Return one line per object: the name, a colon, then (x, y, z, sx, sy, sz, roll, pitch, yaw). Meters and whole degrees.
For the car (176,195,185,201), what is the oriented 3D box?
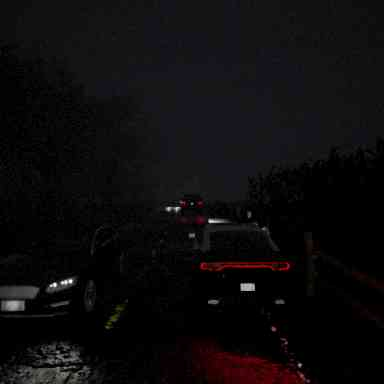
car: (-2.879, 1.490, 82.360, 2.128, 1.511, 4.902, 0, 0, 0)

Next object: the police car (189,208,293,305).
police car: (0.948, 1.423, 8.268, 1.930, 1.638, 5.238, 0, 0, 0)

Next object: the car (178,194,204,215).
car: (0.009, 1.216, 33.882, 2.150, 2.045, 5.566, 0, 0, 0)

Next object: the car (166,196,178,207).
car: (-2.830, 1.558, 50.270, 1.994, 1.385, 4.181, 0, 0, 0)

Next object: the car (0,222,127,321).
car: (-2.763, 1.489, 7.582, 2.128, 1.511, 4.902, 0, 0, 0)
